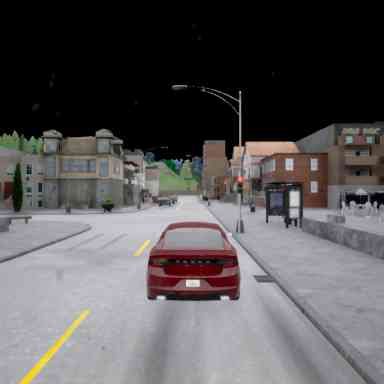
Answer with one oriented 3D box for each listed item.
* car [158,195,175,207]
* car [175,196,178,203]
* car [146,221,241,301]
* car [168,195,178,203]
[{"bbox_3d":[-4.110,1.503,51.968,1.837,1.490,4.892,0,0,0],"label":"car"},{"bbox_3d":[-4.072,1.599,61.273,1.895,1.301,4.718,0,0,0],"label":"car"},{"bbox_3d":[0.048,1.477,8.396,1.882,1.535,5.008,0,0,1],"label":"car"},{"bbox_3d":[-4.015,1.498,71.640,1.837,1.490,4.892,0,0,0],"label":"car"}]
